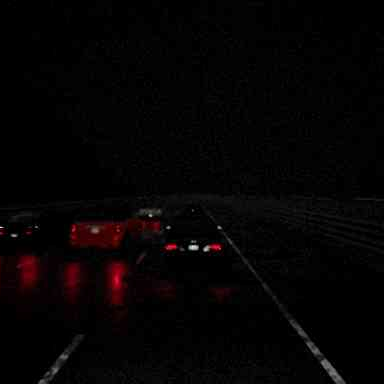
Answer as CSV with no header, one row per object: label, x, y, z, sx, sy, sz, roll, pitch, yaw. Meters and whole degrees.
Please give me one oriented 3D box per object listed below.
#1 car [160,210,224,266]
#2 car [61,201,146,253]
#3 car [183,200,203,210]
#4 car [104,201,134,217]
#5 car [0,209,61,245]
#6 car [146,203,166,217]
car,0.065,1.560,11.547,2.033,1.411,5.357,0,0,0
car,-3.423,1.372,13.922,2.097,1.767,4.553,0,0,0
car,0.090,1.526,33.007,1.882,1.535,5.008,0,0,0
car,-6.918,1.582,31.901,1.994,1.385,4.181,0,0,0
car,-6.929,1.525,15.282,1.812,1.442,4.674,0,0,0
car,-3.412,1.638,29.825,1.895,1.301,4.718,1,0,0
